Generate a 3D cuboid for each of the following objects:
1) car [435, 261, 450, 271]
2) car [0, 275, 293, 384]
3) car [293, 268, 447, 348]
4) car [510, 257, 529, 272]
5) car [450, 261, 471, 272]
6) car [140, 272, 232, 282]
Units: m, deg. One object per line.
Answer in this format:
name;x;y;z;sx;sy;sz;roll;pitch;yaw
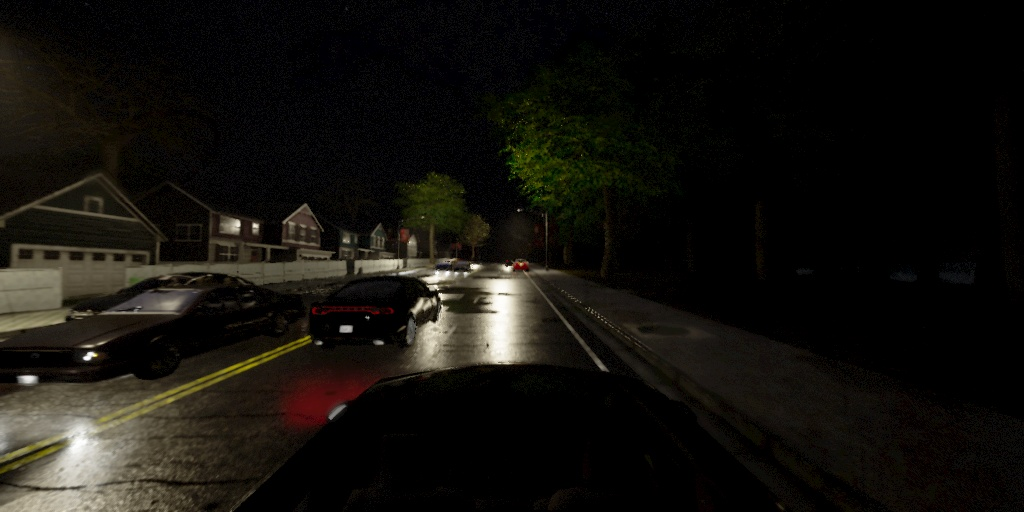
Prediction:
car;-9.812;1.429;52.220;1.895;1.301;4.718;0;0;0
car;-6.598;1.302;7.546;2.033;1.411;5.357;0;0;0
car;-3.147;1.234;9.279;1.882;1.535;5.008;0;0;0
car;1.140;1.164;47.092;2.097;1.767;4.553;0;0;0
car;-6.576;1.363;48.164;2.033;1.411;5.357;0;0;0
car;-9.847;1.262;10.718;1.837;1.490;4.892;0;0;0
